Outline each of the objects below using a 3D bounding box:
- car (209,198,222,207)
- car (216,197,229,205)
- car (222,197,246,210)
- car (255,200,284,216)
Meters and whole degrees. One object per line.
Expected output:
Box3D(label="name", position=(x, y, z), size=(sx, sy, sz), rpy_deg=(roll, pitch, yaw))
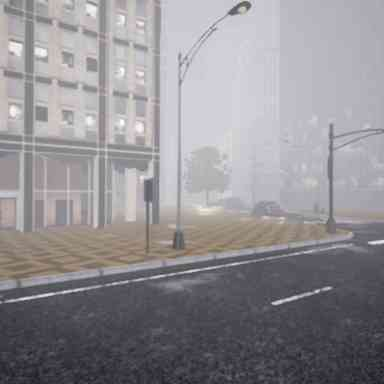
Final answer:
Box3D(label="car", position=(4.729, 2.379, 67.766), size=(1.895, 1.301, 4.718), rpy_deg=(0, -1, -7))
Box3D(label="car", position=(6.832, 2.043, 74.745), size=(2.097, 1.767, 4.553), rpy_deg=(0, -1, -8))
Box3D(label="car", position=(6.708, 1.746, 52.273), size=(2.150, 2.045, 5.566), rpy_deg=(0, 0, -7))
Box3D(label="car", position=(8.659, 1.724, 37.495), size=(2.097, 1.767, 4.553), rpy_deg=(0, -1, -7))
